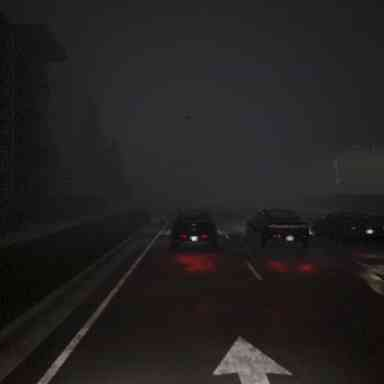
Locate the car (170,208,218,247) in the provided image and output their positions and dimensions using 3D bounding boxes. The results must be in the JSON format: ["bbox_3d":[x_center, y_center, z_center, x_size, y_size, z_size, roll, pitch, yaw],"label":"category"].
[{"bbox_3d":[0.086,1.486,14.889,1.837,1.490,4.892,0,0,0],"label":"car"}]

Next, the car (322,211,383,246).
[{"bbox_3d":[7.087,1.545,15.244,1.994,1.385,4.181,0,0,0],"label":"car"}]

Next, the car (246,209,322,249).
[{"bbox_3d":[3.584,1.473,14.563,2.128,1.511,4.902,0,0,0],"label":"car"}]
